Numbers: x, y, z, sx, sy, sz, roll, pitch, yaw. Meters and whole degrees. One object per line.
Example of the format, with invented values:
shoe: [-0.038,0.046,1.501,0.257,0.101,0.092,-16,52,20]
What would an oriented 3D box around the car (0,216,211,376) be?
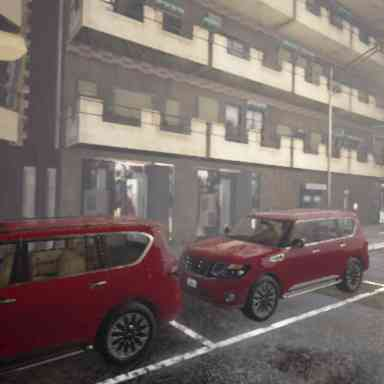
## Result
car: [-2.450,1.318,4.322,5.009,1.841,2.192,0,1,-36]

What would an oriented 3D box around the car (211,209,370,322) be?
car: [2.048,1.355,7.538,5.009,1.841,2.192,0,1,-36]
